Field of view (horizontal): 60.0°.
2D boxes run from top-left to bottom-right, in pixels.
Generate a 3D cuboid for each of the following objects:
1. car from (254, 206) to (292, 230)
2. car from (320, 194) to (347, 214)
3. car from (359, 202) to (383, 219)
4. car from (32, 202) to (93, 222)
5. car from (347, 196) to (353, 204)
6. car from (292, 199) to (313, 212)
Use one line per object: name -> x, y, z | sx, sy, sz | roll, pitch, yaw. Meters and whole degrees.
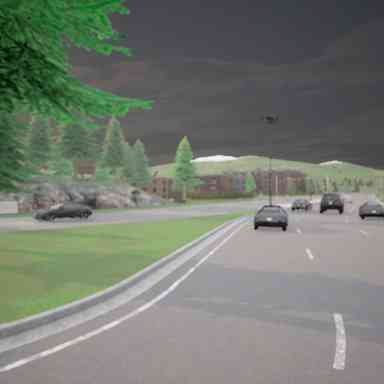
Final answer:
car -> 5.176, 1.569, 21.421 | 1.994, 1.385, 4.181 | 0, 0, 18
car -> 15.225, 1.224, 36.019 | 2.150, 2.045, 5.566 | 0, 0, 27
car -> 15.580, 1.561, 28.736 | 1.994, 1.385, 4.181 | 0, 0, 25
car -> -10.251, 1.552, 26.627 | 1.812, 1.442, 4.674 | 0, 0, 43
car -> 30.374, 1.524, 65.234 | 1.812, 1.442, 4.674 | 0, 0, 28
car -> 13.133, 1.553, 39.630 | 2.033, 1.411, 5.357 | 0, 0, 27
